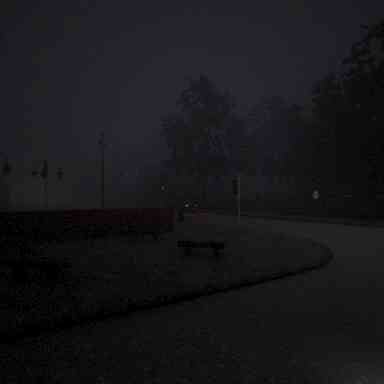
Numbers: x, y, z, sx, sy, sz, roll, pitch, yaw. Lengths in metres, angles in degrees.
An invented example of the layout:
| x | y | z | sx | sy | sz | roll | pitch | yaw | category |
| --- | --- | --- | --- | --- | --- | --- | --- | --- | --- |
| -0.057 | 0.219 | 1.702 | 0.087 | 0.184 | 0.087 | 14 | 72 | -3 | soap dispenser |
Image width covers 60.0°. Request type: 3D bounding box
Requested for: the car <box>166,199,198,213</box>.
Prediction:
| x | y | z | sx | sy | sz | roll | pitch | yaw | category |
| --- | --- | --- | --- | --- | --- | --- | --- | --- | --- |
| -1.150 | 1.525 | 35.698 | 1.812 | 1.442 | 4.674 | 0 | 0 | -35 | car |
